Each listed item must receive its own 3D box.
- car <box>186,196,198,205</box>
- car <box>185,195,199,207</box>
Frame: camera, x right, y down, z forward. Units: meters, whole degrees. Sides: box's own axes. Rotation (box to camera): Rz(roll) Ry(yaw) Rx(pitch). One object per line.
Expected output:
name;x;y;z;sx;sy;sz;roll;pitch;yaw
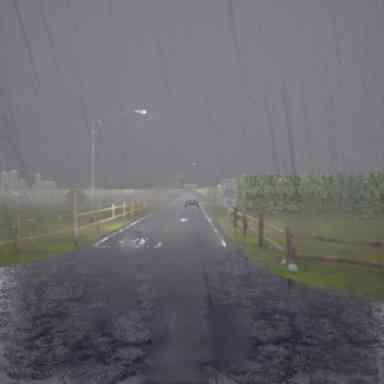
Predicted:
car;-0.024;1.475;59.688;1.994;1.385;4.181;0;0;0
car;-0.021;1.282;49.618;2.097;1.767;4.553;0;0;0
